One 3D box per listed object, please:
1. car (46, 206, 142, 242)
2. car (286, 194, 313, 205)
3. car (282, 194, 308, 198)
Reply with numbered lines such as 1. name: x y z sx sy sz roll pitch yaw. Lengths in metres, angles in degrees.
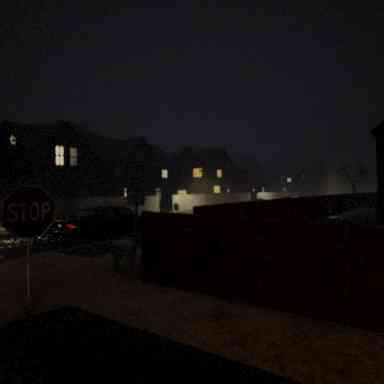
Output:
1. car: -3.741 1.340 15.091 2.033 1.411 5.357 -1 0 35
2. car: 14.966 1.004 46.100 2.033 1.411 5.357 -1 0 35
3. car: 10.612 1.064 35.245 2.033 1.411 5.357 -1 0 35
